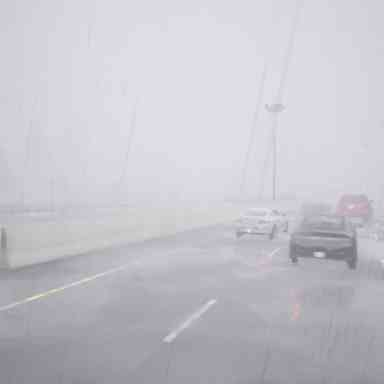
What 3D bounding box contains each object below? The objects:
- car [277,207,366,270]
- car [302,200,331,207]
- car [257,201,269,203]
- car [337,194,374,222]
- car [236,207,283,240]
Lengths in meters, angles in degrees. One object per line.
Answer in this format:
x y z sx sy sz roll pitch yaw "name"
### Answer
4.553 1.481 11.185 2.128 1.511 4.902 0 0 27 "car"
11.500 1.448 30.602 1.882 1.535 5.008 0 0 32 "car"
12.716 1.454 56.676 1.812 1.442 4.674 0 0 39 "car"
12.956 1.204 26.367 2.150 2.045 5.566 0 0 32 "car"
3.673 1.503 17.062 1.812 1.442 4.674 0 0 28 "car"
